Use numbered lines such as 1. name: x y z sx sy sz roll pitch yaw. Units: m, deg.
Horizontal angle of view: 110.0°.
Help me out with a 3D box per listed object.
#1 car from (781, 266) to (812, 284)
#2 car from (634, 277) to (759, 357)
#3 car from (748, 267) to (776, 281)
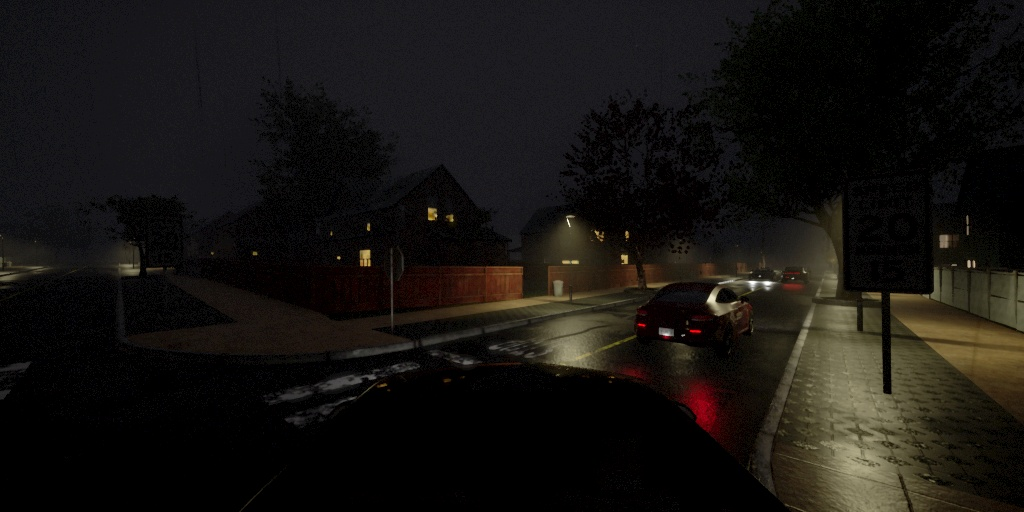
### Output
1. car: 26.164 1.730 33.093 1.837 1.490 4.892 -1 -1 42
2. car: 4.587 1.366 8.837 1.812 1.442 4.674 -1 -1 42
3. car: 25.876 1.854 37.008 1.994 1.385 4.181 -1 -1 42
